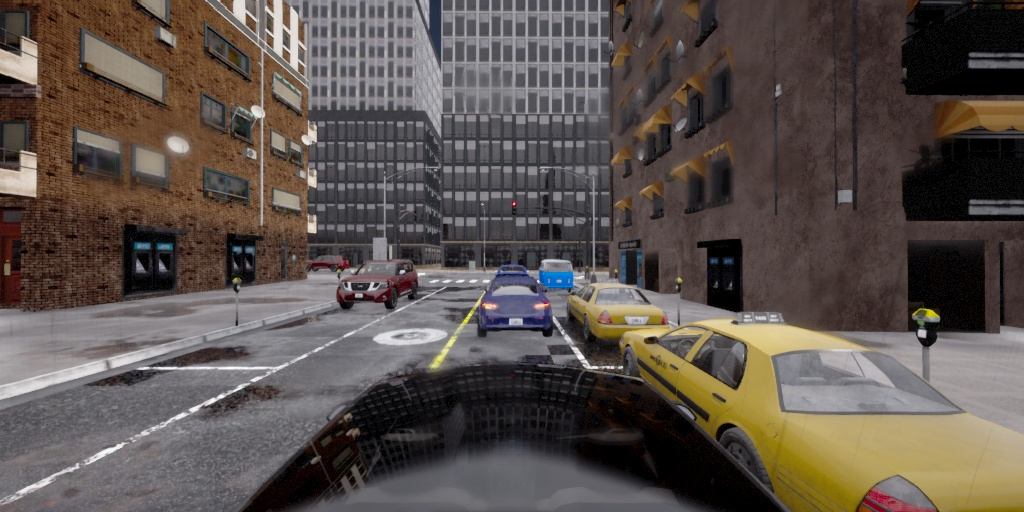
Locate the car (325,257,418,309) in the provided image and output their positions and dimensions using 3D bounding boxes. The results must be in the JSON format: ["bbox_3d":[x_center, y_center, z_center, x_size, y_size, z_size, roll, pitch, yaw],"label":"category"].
[{"bbox_3d":[-5.379,1.067,15.070,2.192,1.841,5.009,0,0,0],"label":"car"}]

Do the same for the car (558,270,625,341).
[{"bbox_3d":[2.532,1.277,9.645,1.751,1.417,4.829,0,0,0],"label":"car"}]

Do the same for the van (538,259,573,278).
[{"bbox_3d":[2.468,1.095,20.755,1.690,1.789,3.998,0,0,0],"label":"van"}]

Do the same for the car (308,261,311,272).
[{"bbox_3d":[-21.007,1.083,32.442,4.207,1.307,1.802,0,0,-1],"label":"car"}]

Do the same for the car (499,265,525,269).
[{"bbox_3d":[0.007,1.232,20.424,1.882,1.535,5.008,0,0,0],"label":"car"}]

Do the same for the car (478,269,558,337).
[{"bbox_3d":[0.061,1.277,10.163,1.812,1.442,4.674,0,0,-1],"label":"car"}]

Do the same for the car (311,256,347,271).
[{"bbox_3d":[-21.095,0.862,40.581,5.009,1.841,2.192,0,0,-1],"label":"car"}]

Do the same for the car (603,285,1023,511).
[{"bbox_3d":[2.565,1.275,4.005,1.751,1.417,4.829,0,0,0],"label":"car"}]
